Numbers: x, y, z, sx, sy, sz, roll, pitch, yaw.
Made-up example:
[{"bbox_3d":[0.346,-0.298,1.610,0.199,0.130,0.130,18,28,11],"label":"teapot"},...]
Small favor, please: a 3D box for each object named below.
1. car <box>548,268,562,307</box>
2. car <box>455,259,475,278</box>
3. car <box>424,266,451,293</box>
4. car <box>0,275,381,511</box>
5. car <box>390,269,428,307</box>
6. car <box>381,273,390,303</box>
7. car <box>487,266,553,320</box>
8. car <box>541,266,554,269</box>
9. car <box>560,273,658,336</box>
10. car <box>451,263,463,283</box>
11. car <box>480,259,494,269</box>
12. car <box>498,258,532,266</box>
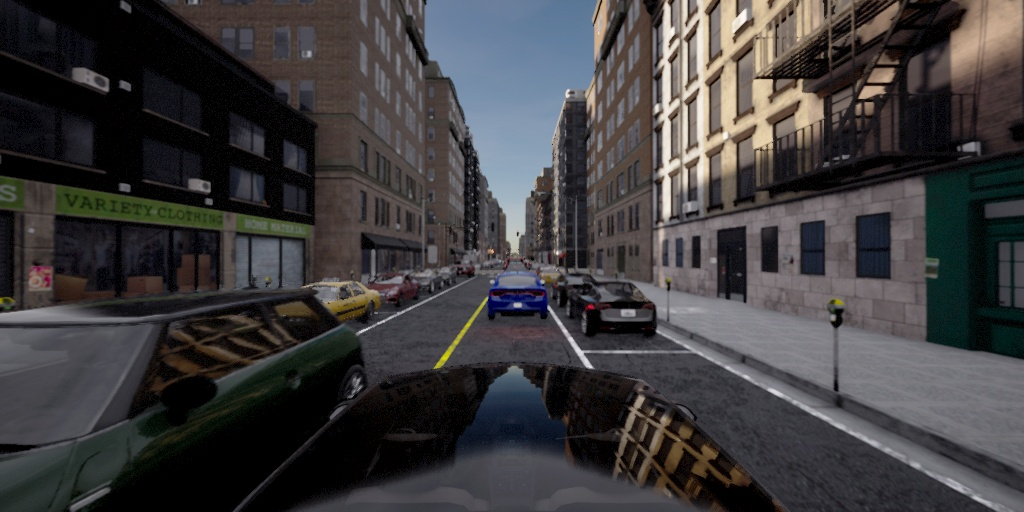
[{"bbox_3d":[2.763,1.397,15.774,1.948,1.339,4.313,0,0,1],"label":"car"},{"bbox_3d":[-5.046,1.261,37.513,2.192,1.841,5.009,0,0,1],"label":"car"},{"bbox_3d":[-5.208,1.412,21.276,2.007,1.370,4.403,0,0,1],"label":"car"},{"bbox_3d":[-2.856,1.106,2.536,2.097,1.767,4.553,0,0,1],"label":"car"},{"bbox_3d":[-5.262,1.413,15.863,1.802,1.307,4.207,0,0,1],"label":"car"},{"bbox_3d":[-5.318,1.326,10.281,1.751,1.417,4.829,0,0,1],"label":"car"},{"bbox_3d":[0.196,1.293,12.909,1.882,1.535,5.008,0,0,1],"label":"car"},{"bbox_3d":[2.872,1.415,26.770,1.751,1.417,4.829,0,0,1],"label":"car"},{"bbox_3d":[2.709,1.366,10.362,1.948,1.339,4.313,0,0,1],"label":"car"},{"bbox_3d":[-5.154,1.440,26.689,2.007,1.370,4.403,0,0,1],"label":"car"},{"bbox_3d":[-4.783,1.634,63.975,2.007,1.370,4.403,0,0,1],"label":"car"},{"bbox_3d":[0.331,1.240,26.169,2.097,1.767,4.553,0,0,1],"label":"car"}]
